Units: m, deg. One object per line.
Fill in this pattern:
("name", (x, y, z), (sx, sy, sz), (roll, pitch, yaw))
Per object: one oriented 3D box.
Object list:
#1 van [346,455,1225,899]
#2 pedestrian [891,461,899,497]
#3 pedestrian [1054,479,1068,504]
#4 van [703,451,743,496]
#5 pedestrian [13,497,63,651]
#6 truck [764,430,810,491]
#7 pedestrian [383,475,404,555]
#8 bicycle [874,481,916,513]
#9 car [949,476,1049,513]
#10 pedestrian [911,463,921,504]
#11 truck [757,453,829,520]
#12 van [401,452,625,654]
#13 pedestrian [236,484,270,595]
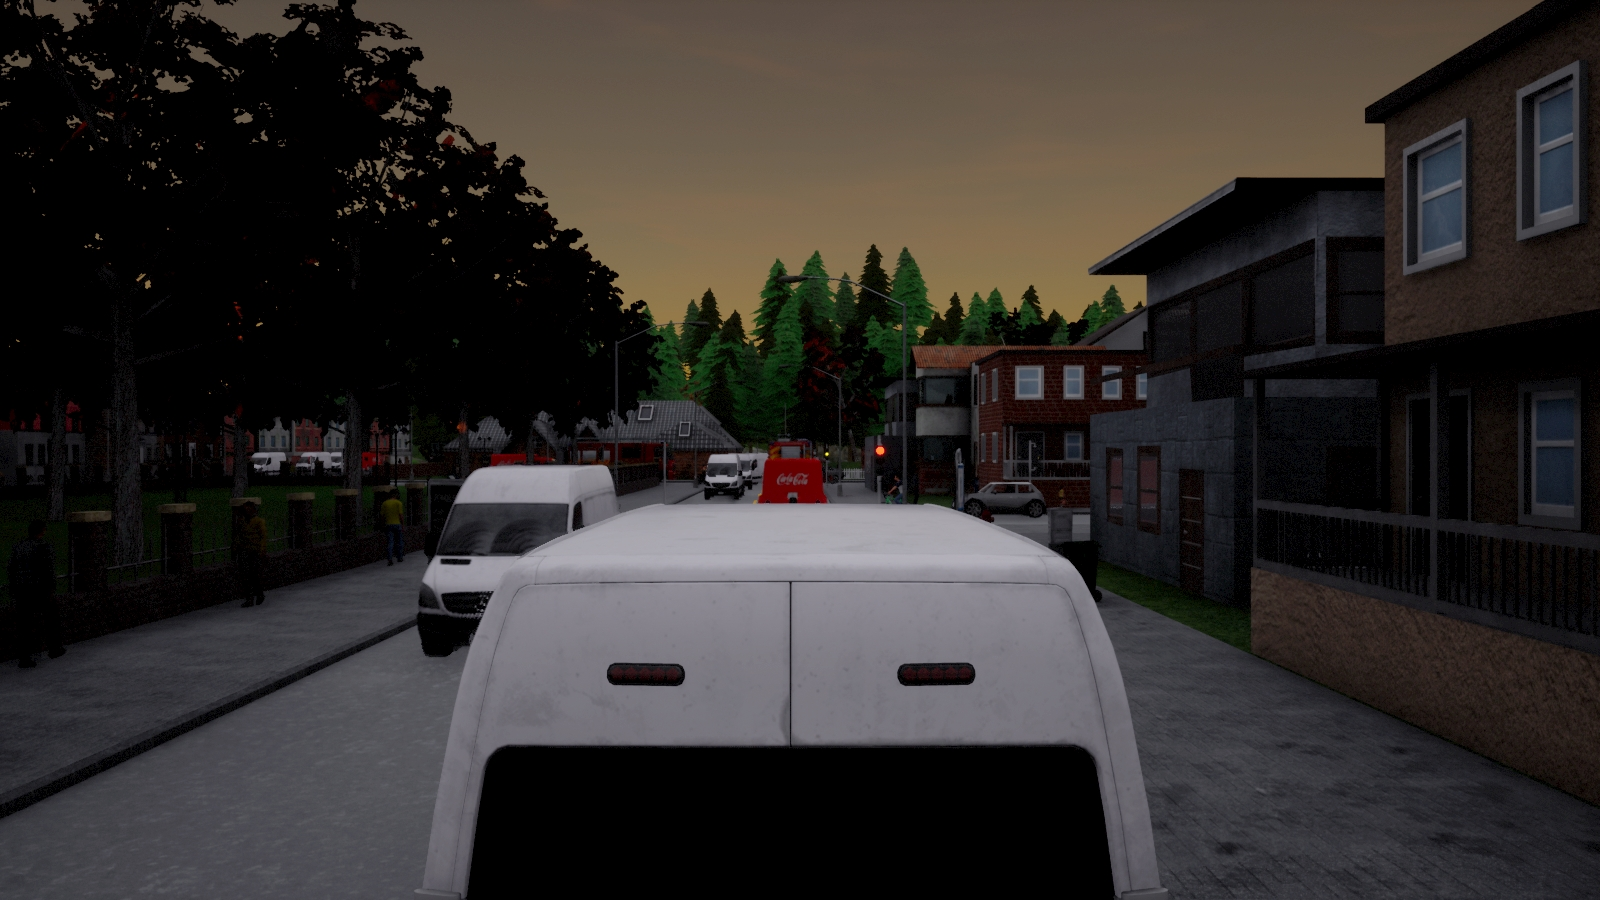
("van", (-0.041, 1.314, 5.541), (1.988, 2.561, 5.915), (0, 0, 0))
("pedestrian", (4.899, 1.517, 59.095), (0.375, 1.860, 0.375), (0, 0, -1))
("pedestrian", (11.959, 1.896, 52.350), (0.500, 1.100, 0.500), (0, 0, -11))
("van", (-4.457, 1.314, 66.858), (1.988, 2.561, 5.915), (0, 0, 0))
("pedestrian", (-9.442, 1.525, 14.158), (0.375, 1.860, 0.375), (0, 0, -1))
("truck", (-0.819, 0.671, 76.090), (2.891, 3.827, 8.468), (0, 0, 0))
("pedestrian", (-9.531, 1.526, 26.808), (0.375, 1.860, 0.375), (0, 0, -1))
("bicycle", (3.915, 1.936, 47.094), (1.643, 1.296, 0.373), (0, 0, -6))
("car", (8.223, 1.844, 47.485), (3.806, 1.475, 1.970), (0, 0, -1))
("pedestrian", (5.293, 1.516, 52.293), (0.375, 1.860, 0.375), (0, 0, 21))
("truck", (-0.288, 1.345, 44.293), (2.627, 2.467, 5.204), (0, 0, -1))
("van", (-4.108, 1.314, 17.514), (1.988, 2.561, 5.915), (0, 0, 0))
("pedestrian", (-9.372, 1.525, 19.587), (0.375, 1.860, 0.375), (0, 0, 7))
